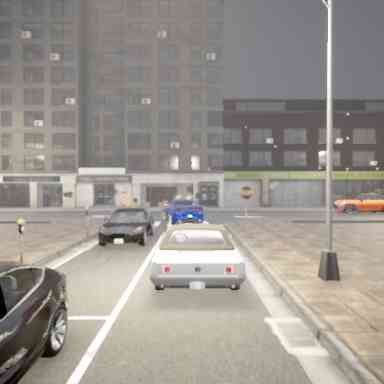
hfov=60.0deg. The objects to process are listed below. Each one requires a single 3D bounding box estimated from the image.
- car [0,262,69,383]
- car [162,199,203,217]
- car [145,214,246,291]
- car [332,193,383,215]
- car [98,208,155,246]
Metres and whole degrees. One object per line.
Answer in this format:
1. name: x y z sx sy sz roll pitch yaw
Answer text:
1. car: -2.636 1.518 3.195 1.947 1.339 4.313 0 1 0
2. car: -0.671 1.172 21.185 1.882 1.535 5.008 0 1 -13
3. car: 0.111 1.475 8.600 1.895 1.301 4.718 0 1 0
4. car: 14.045 0.914 27.616 4.553 1.767 2.097 0 1 0
5. car: -2.622 1.361 14.098 1.947 1.339 4.313 0 1 0
